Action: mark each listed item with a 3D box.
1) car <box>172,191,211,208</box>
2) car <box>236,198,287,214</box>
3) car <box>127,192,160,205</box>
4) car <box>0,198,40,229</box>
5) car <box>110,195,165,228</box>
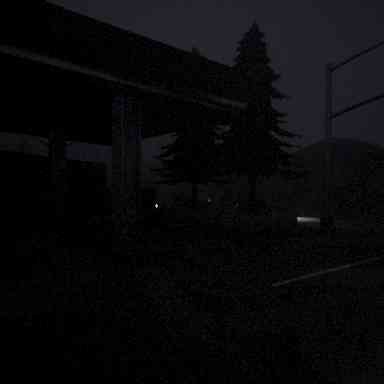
[{"bbox_3d":[-0.074,0.747,33.584,2.097,1.767,4.553,-1,2,-36],"label":"car"},{"bbox_3d":[5.358,1.155,25.961,1.994,1.385,4.181,-1,2,-35],"label":"car"},{"bbox_3d":[-6.234,0.720,42.242,2.033,1.411,5.357,-1,2,-35],"label":"car"},{"bbox_3d":[-10.385,1.163,19.388,2.242,1.667,4.611,-1,2,-36],"label":"car"},{"bbox_3d":[-3.254,1.027,19.213,1.905,1.878,3.866,-1,2,-36],"label":"car"}]
